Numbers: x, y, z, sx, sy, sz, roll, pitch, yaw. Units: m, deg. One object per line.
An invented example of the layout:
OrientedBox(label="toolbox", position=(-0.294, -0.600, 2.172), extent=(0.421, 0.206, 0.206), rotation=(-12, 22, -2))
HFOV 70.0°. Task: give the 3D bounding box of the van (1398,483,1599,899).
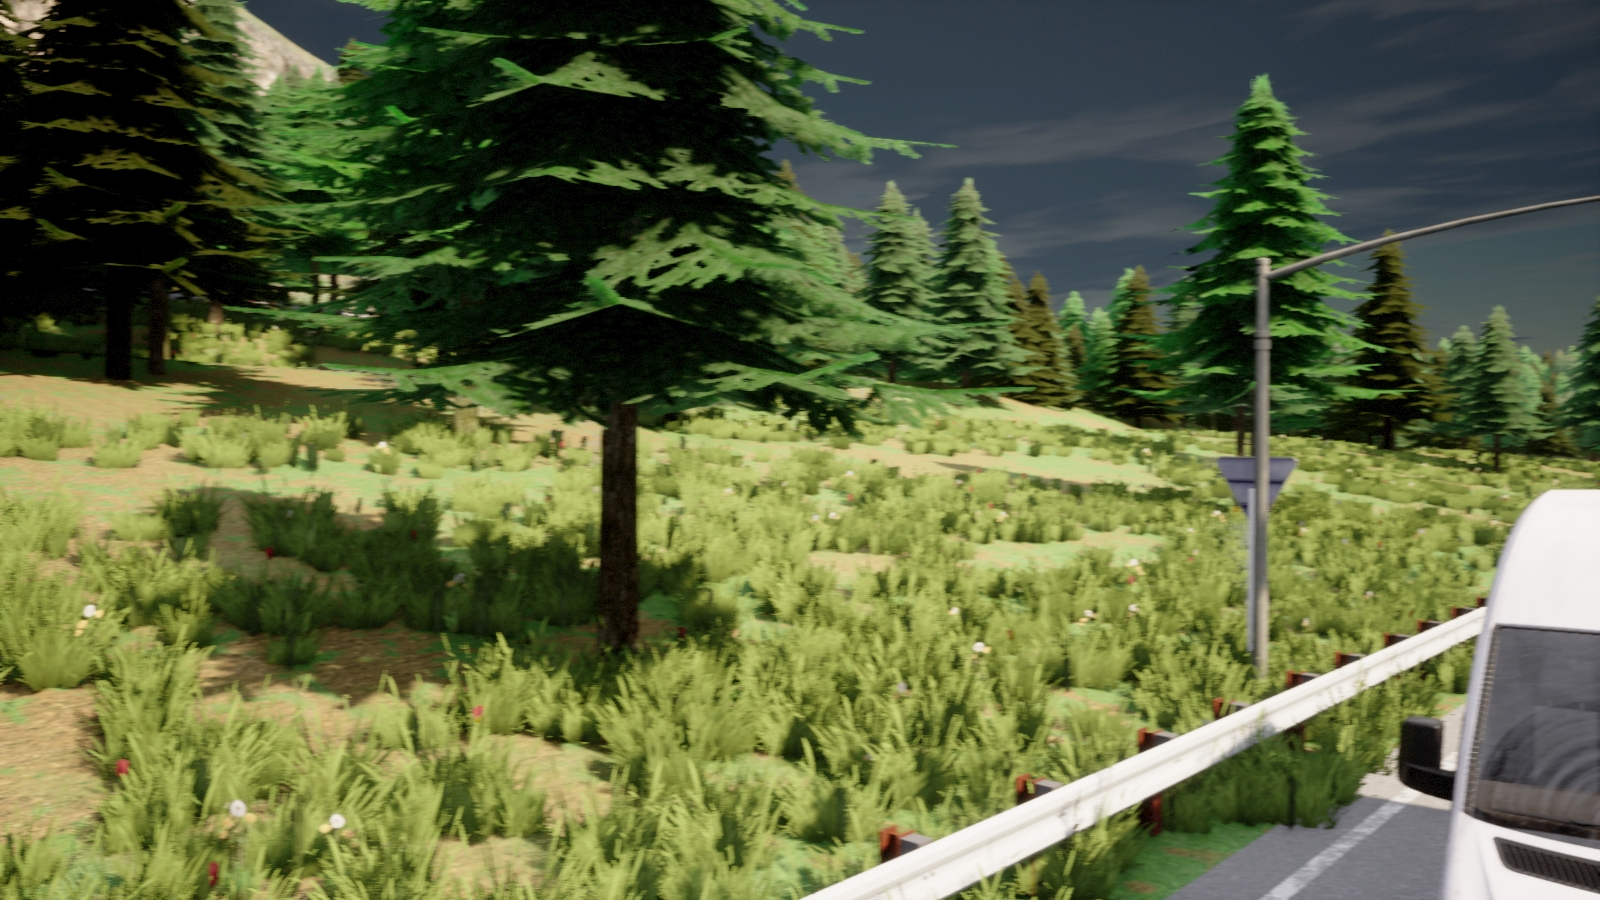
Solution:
OrientedBox(label="van", position=(4.469, 1.525, 5.608), extent=(1.988, 2.561, 5.915), rotation=(0, 0, 35))
